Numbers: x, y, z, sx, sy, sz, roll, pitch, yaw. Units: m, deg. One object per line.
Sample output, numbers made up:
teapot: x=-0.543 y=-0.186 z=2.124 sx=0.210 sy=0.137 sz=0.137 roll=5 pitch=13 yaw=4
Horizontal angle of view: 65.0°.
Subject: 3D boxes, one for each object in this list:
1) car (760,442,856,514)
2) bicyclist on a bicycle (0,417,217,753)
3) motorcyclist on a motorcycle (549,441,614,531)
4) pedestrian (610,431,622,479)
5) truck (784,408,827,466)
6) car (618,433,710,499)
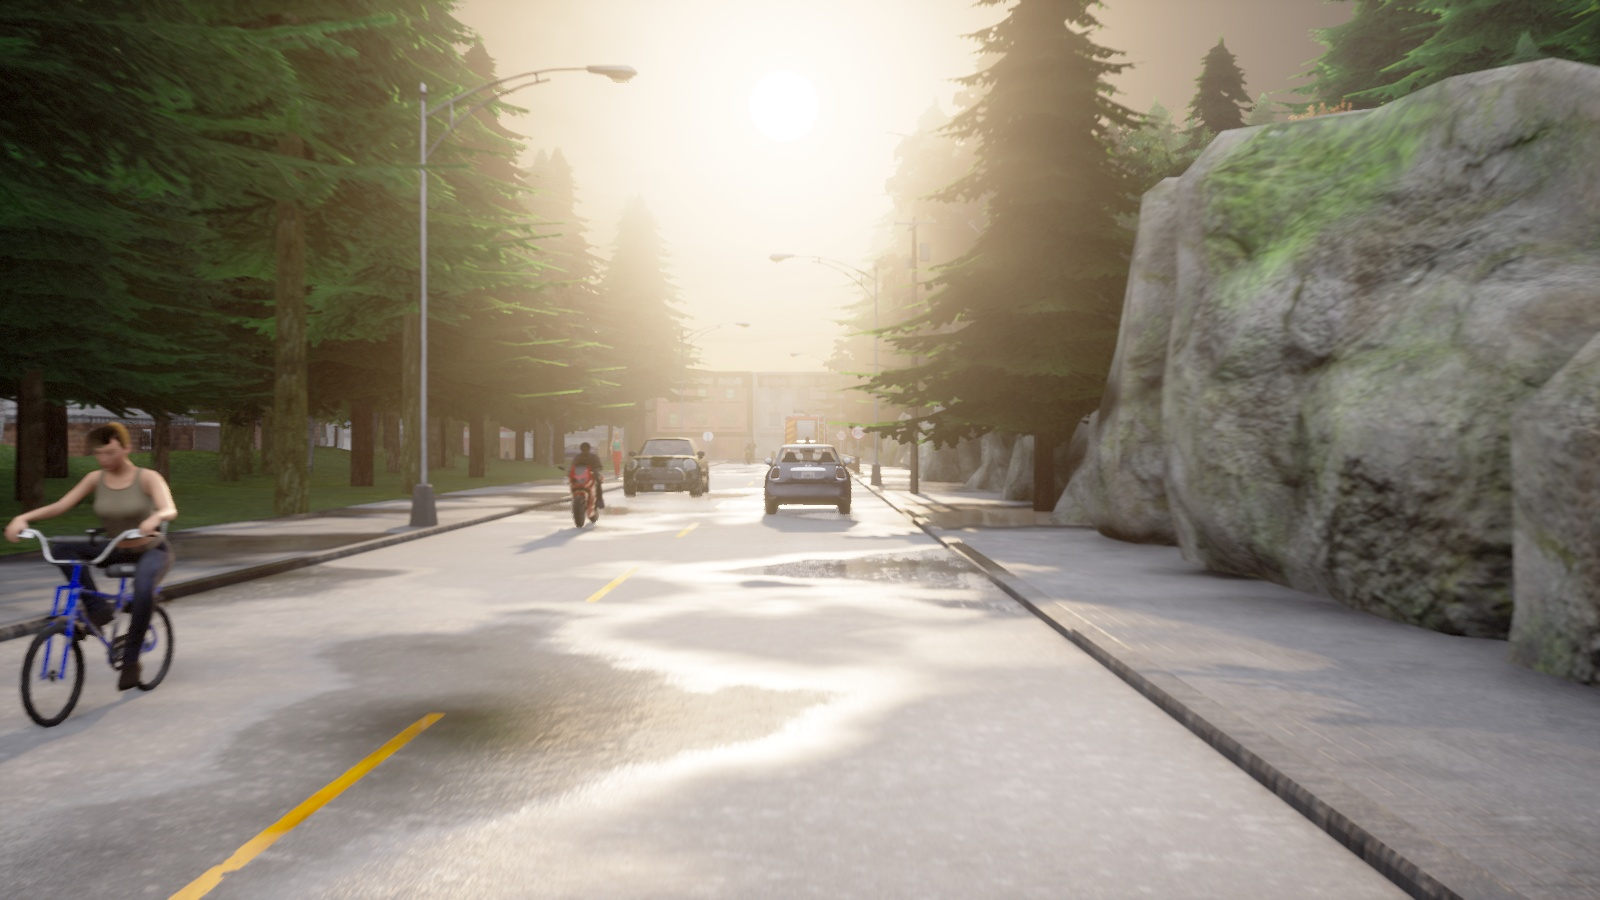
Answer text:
car: x=0.173 y=0.564 z=27.794 sx=1.970 sy=1.475 sz=3.806 roll=0 pitch=0 yaw=0
bicyclist on a bicycle: x=-3.941 y=0.644 z=6.790 sx=0.866 sy=1.612 sz=1.509 roll=0 pitch=0 yaw=1
motorcyclist on a motorcycle: x=-3.858 y=0.607 z=22.353 sx=0.797 sy=1.523 sz=2.044 roll=0 pitch=0 yaw=0
pedestrian: x=-7.181 y=0.190 z=49.018 sx=0.345 sy=1.836 sz=0.594 roll=0 pitch=0 yaw=1
truck: x=0.386 y=-0.888 z=88.359 sx=2.891 sy=3.827 sz=8.468 roll=0 pitch=0 yaw=0
car: x=-3.782 y=0.412 z=35.639 sx=2.097 sy=1.767 sz=4.553 roll=0 pitch=0 yaw=0
